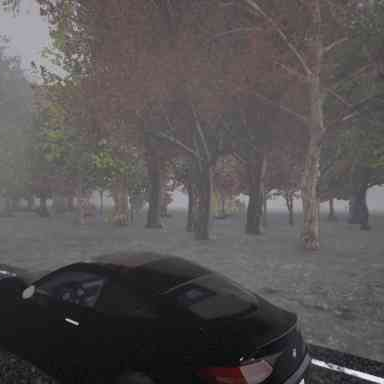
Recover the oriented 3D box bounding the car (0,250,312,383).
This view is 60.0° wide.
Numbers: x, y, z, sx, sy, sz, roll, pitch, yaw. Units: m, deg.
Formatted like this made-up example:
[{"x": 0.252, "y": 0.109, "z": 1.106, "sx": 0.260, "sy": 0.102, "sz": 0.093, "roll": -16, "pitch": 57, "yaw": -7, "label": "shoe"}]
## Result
[{"x": -0.940, "y": 1.498, "z": 4.241, "sx": 4.674, "sy": 1.442, "sz": 1.812, "roll": 1, "pitch": 0, "yaw": 35, "label": "car"}]
